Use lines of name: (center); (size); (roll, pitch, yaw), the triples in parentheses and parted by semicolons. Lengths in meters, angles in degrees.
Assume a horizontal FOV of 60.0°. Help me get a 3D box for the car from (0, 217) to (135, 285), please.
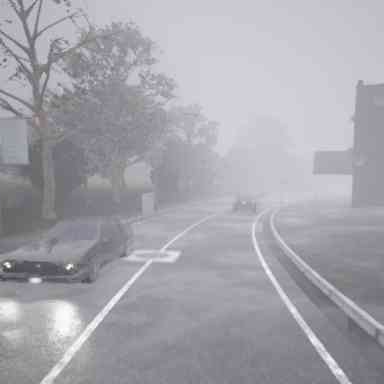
car: (-3.098, 1.454, 9.669); (2.033, 1.411, 5.357); (1, 1, 5)

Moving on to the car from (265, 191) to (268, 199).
car: (9.893, 0.298, 50.023); (2.033, 1.411, 5.357); (3, 4, 31)

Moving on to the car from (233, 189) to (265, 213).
car: (5.188, 0.891, 30.892); (2.097, 1.767, 4.553); (2, 2, 18)
